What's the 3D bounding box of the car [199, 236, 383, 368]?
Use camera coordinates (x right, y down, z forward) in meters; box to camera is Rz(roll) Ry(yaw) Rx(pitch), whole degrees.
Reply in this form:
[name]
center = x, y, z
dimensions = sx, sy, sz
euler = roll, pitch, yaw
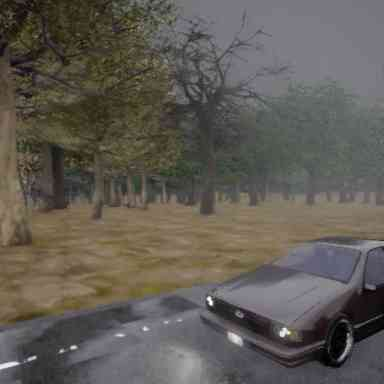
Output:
[car]
center = 2.738, 1.556, 5.946
dimensions = 5.357, 1.411, 2.033
euler = 0, 0, -35
